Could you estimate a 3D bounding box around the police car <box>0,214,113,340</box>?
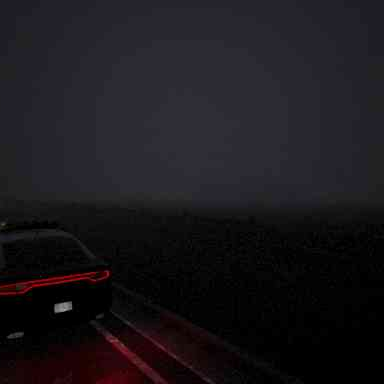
[{"bbox_3d":[-3.364,1.425,6.786,1.930,1.638,5.238,0,0,-37],"label":"police car"}]
